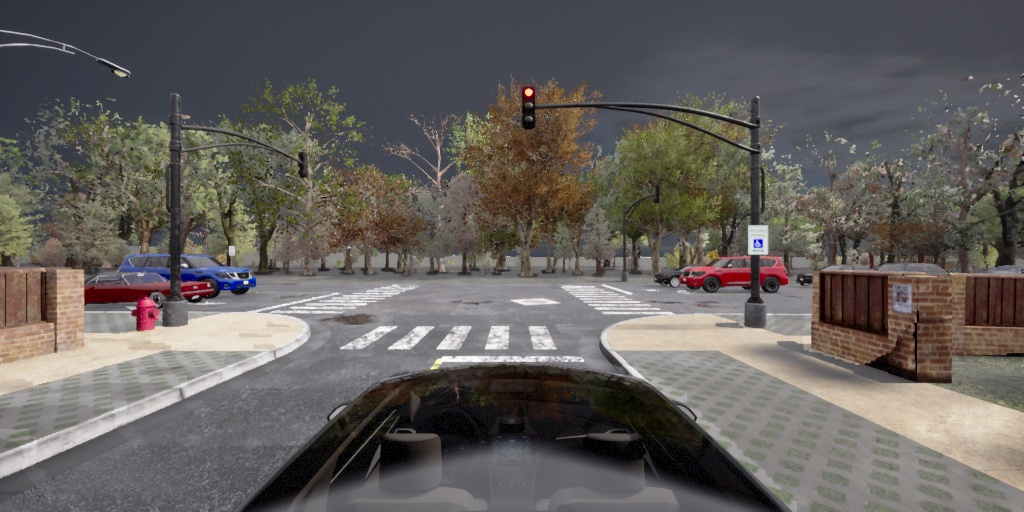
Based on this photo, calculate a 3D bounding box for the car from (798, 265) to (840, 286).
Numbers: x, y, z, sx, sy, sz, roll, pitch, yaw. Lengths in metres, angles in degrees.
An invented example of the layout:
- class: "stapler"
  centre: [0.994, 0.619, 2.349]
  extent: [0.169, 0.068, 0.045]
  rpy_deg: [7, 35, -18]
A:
- class: "car"
  centre: [21.878, 1.315, 23.995]
  extent: [5.008, 1.535, 1.882]
  rpy_deg: [0, 0, 0]

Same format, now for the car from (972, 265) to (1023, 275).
- class: "car"
  centre: [33.742, 1.367, 23.996]
  extent: [4.902, 1.511, 2.128]
  rpy_deg: [0, 0, 0]

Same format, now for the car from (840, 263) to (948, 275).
- class: "car"
  centre: [22.364, 1.191, 20.746]
  extent: [4.553, 1.767, 2.097]
  rpy_deg: [1, 0, 0]

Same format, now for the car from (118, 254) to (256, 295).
- class: "car"
  centre: [-15.561, 0.916, 17.247]
  extent: [5.566, 2.045, 2.150]
  rpy_deg: [0, 0, 0]

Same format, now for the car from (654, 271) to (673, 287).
- class: "car"
  centre: [12.116, 1.283, 23.986]
  extent: [5.008, 1.535, 1.882]
  rpy_deg: [0, 0, 0]

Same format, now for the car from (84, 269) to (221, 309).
- class: "car"
  centre: [-14.634, 1.294, 13.997]
  extent: [4.718, 1.301, 1.895]
  rpy_deg: [0, 0, -3]

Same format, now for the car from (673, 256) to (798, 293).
- class: "car"
  centre: [12.745, 1.025, 20.735]
  extent: [5.566, 2.045, 2.150]
  rpy_deg: [0, 0, 0]
